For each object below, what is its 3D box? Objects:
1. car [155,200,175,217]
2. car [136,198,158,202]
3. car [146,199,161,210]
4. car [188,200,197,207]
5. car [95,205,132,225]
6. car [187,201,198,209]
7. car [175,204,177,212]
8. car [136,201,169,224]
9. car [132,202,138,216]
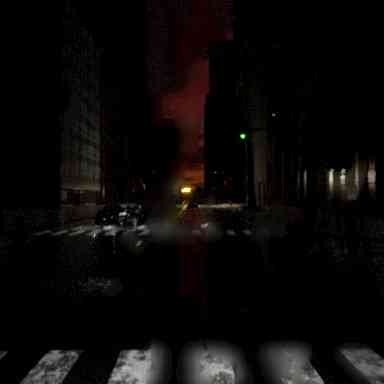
[{"bbox_3d":[-3.320,2.015,38.102,1.812,1.442,4.674,0,-1,1],"label":"car"},{"bbox_3d":[-6.553,1.822,46.713,2.150,2.045,5.566,0,-1,1],"label":"car"},{"bbox_3d":[-6.510,2.085,56.973,2.097,1.767,4.553,0,-1,0],"label":"car"},{"bbox_3d":[0.104,2.445,68.862,1.994,1.385,4.181,0,-1,0],"label":"car"},{"bbox_3d":[-6.589,1.860,27.537,1.837,1.490,4.892,0,-1,1],"label":"car"},{"bbox_3d":[0.133,2.298,58.535,2.033,1.411,5.357,0,-1,0],"label":"car"},{"bbox_3d":[-3.295,2.182,48.112,1.994,1.385,4.181,0,-1,1],"label":"car"},{"bbox_3d":[-3.321,1.848,28.822,1.882,1.535,5.008,0,-1,0],"label":"car"},{"bbox_3d":[-6.568,2.074,36.799,1.895,1.301,4.718,0,-1,0],"label":"car"}]
